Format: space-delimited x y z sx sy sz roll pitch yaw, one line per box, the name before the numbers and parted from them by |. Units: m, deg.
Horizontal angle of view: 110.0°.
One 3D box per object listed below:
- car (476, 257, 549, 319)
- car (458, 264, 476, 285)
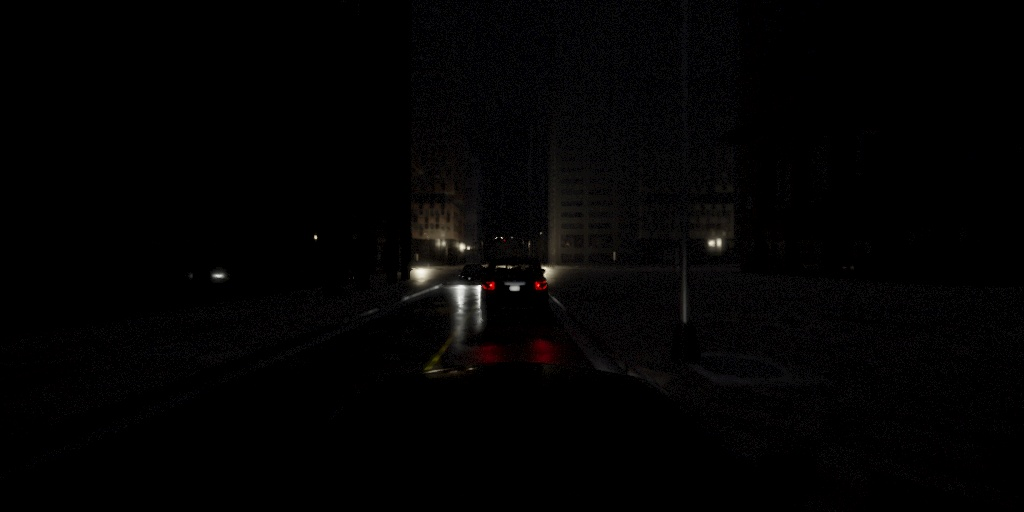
car | 0.090 1.048 13.300 2.150 2.045 5.566 0 0 0
car | -3.103 1.428 28.585 1.837 1.490 4.892 0 0 0
